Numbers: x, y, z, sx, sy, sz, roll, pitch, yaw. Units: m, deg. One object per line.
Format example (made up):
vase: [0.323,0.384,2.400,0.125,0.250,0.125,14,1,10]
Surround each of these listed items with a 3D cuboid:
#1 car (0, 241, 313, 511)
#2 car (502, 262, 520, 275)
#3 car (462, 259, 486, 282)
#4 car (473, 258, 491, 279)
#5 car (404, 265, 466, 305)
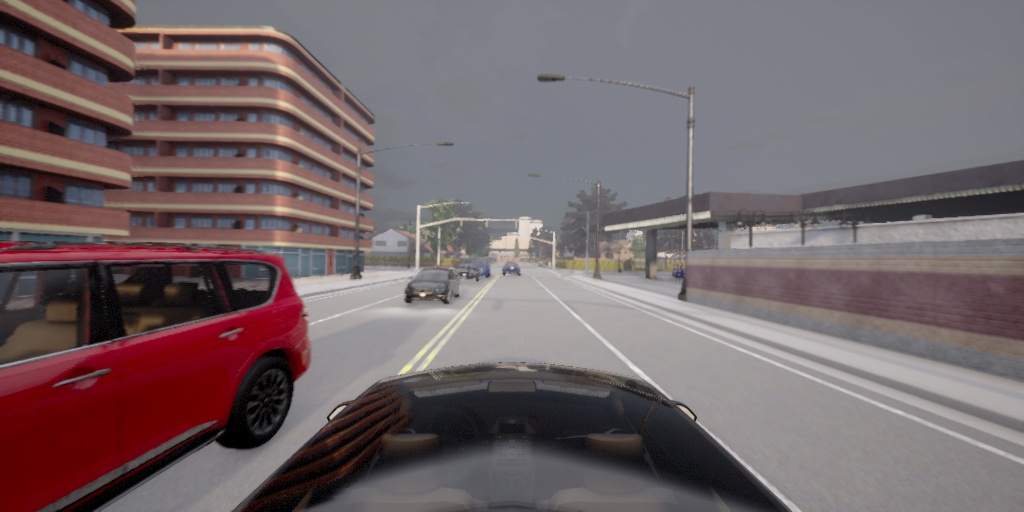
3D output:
car: [-3.577,0.901,2.230,2.150,2.045,5.566,1,-1,0]
car: [-0.175,1.491,45.391,2.097,1.767,4.553,1,0,-4]
car: [-3.398,1.183,27.767,1.994,1.385,4.181,1,-1,0]
car: [-3.377,1.227,37.622,2.150,2.045,5.566,1,-1,0]
car: [-3.538,1.315,16.633,1.837,1.490,4.892,1,-1,0]
